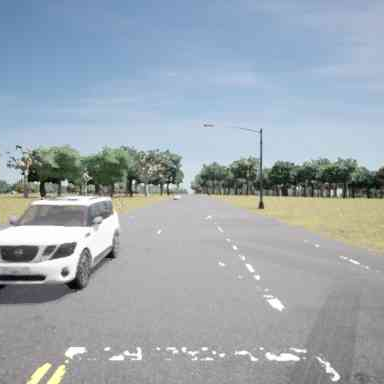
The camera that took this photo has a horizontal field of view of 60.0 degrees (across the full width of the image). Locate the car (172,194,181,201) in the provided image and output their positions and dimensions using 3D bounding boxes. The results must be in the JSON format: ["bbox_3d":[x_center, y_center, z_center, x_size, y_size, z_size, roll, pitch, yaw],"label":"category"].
[{"bbox_3d":[-3.628,1.272,78.268,1.812,1.442,4.674,0,0,4],"label":"car"}]

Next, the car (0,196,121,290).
[{"bbox_3d":[-3.525,1.173,9.395,2.150,2.045,5.566,0,1,0],"label":"car"}]
